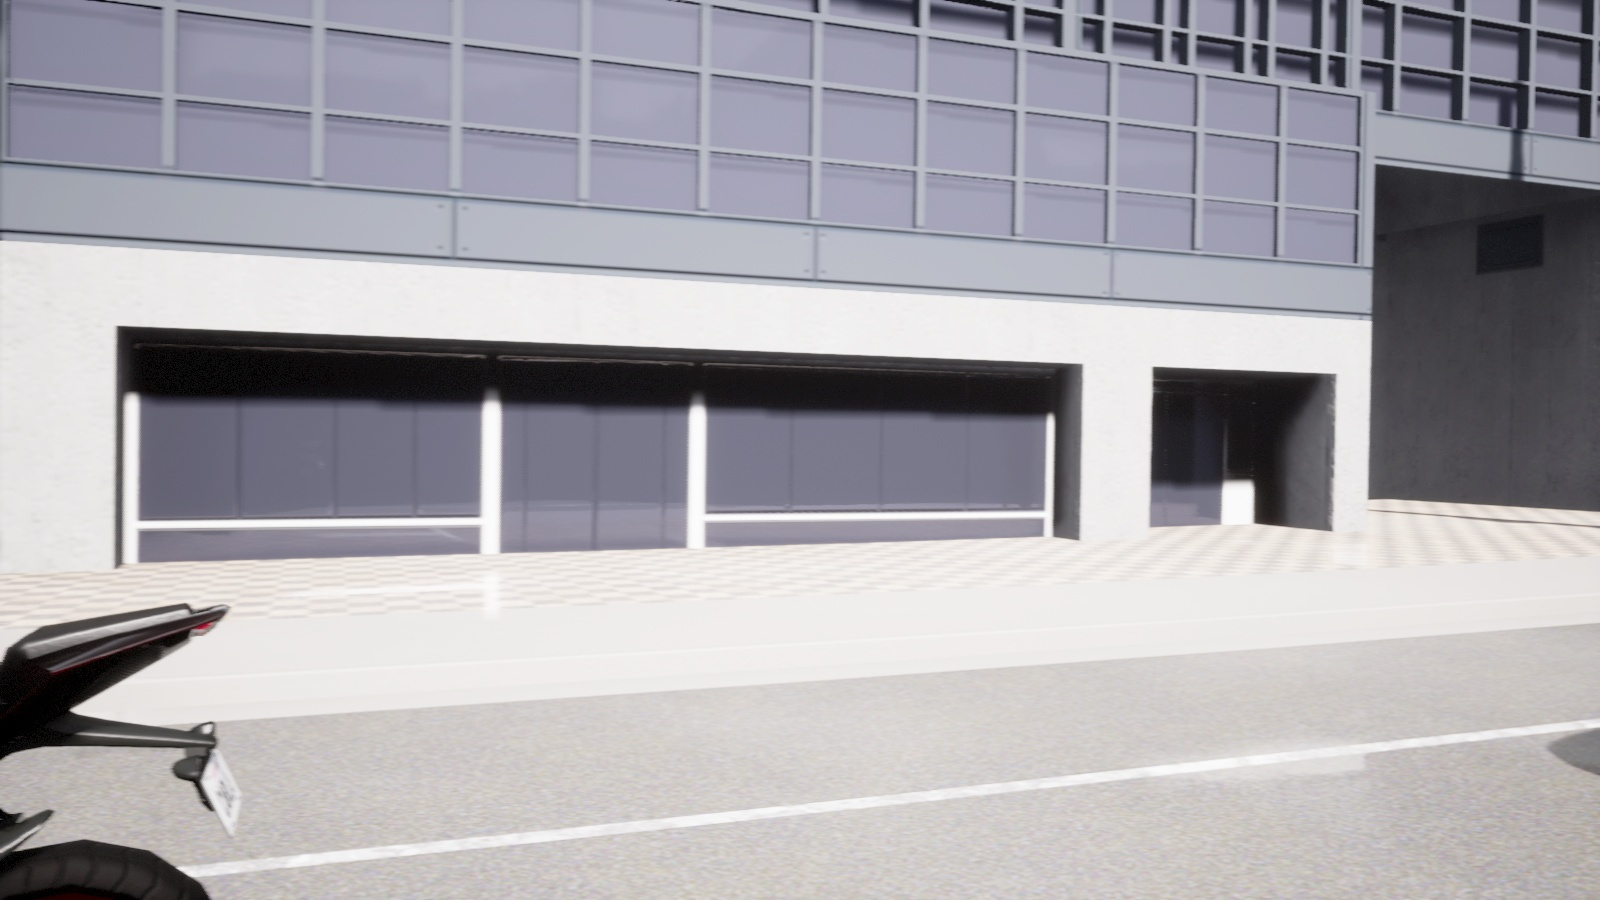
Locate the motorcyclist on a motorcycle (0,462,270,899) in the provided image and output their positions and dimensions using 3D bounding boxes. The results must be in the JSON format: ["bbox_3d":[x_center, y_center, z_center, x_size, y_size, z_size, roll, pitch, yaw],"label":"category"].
[{"bbox_3d":[-2.222,0.818,2.397,2.191,1.530,0.866,-1,1,-21],"label":"motorcyclist on a motorcycle"}]
